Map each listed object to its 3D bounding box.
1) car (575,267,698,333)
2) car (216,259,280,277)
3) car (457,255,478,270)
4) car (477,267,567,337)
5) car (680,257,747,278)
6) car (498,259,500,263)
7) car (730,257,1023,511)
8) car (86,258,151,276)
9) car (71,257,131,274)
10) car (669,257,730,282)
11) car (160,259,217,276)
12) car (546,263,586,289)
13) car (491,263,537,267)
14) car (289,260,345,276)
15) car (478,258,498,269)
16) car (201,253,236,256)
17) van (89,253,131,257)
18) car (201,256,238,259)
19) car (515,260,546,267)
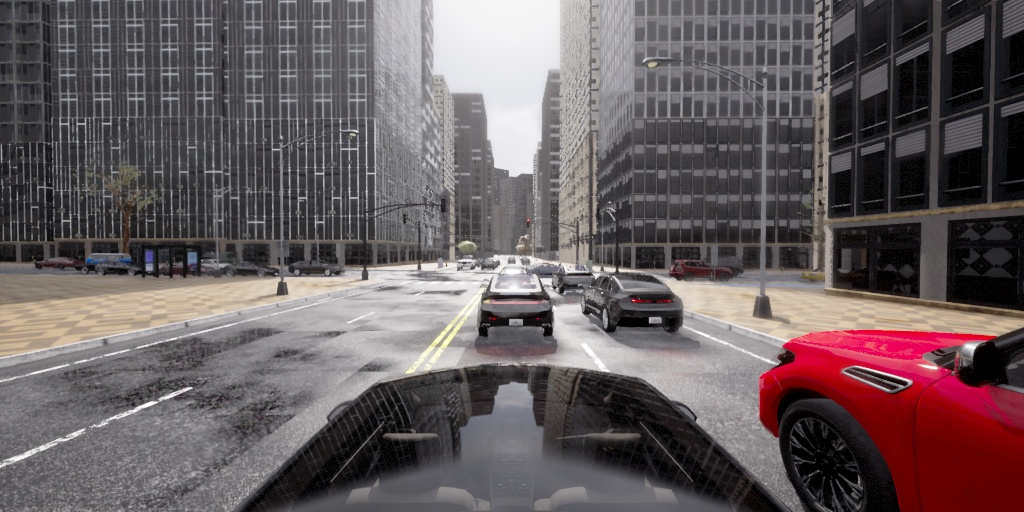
[{"bbox_3d":[3.340,1.251,10.776,1.837,1.490,4.892,0,0,0],"label":"car"},{"bbox_3d":[-22.761,1.173,31.372,4.313,1.339,1.948,0,0,1],"label":"car"},{"bbox_3d":[-6.639,0.935,52.503,2.150,2.045,5.566,0,0,0],"label":"car"},{"bbox_3d":[0.091,1.238,10.281,2.128,1.511,4.902,0,0,0],"label":"car"},{"bbox_3d":[20.496,1.120,36.583,5.566,2.045,2.150,0,1,1],"label":"car"},{"bbox_3d":[-3.391,1.267,61.641,1.994,1.385,4.181,0,0,0],"label":"car"},{"bbox_3d":[3.348,0.972,0.912,2.150,2.045,5.566,0,0,0],"label":"car"},{"bbox_3d":[-34.126,1.069,31.667,4.313,1.339,1.948,0,0,1],"label":"car"},{"bbox_3d":[-38.616,1.020,34.393,4.718,1.301,1.895,1,1,1],"label":"car"},{"bbox_3d":[16.164,1.269,30.882,5.009,1.841,2.192,0,0,1],"label":"car"},{"bbox_3d":[-28.445,1.138,31.499,4.207,1.307,1.802,0,0,1],"label":"car"},{"bbox_3d":[3.332,1.232,20.024,2.128,1.511,4.902,0,0,0],"label":"car"},{"bbox_3d":[0.082,1.288,20.017,2.033,1.411,5.357,0,0,0],"label":"car"},{"bbox_3d":[-18.440,1.108,33.978,4.892,1.490,1.837,1,1,2],"label":"car"},{"bbox_3d":[-3.389,1.192,52.055,1.882,1.535,5.008,0,0,0],"label":"car"},{"bbox_3d":[-31.651,0.651,37.445,5.566,2.045,2.150,0,1,1],"label":"car"},{"bbox_3d":[-45.326,0.604,40.317,3.998,1.789,1.690,0,0,1],"label":"van"},{"bbox_3d":[-28.394,1.038,34.188,4.674,1.442,1.812,1,1,1],"label":"car"},{"bbox_3d":[2.752,1.344,34.524,4.181,1.385,1.994,0,1,-27],"label":"car"}]
